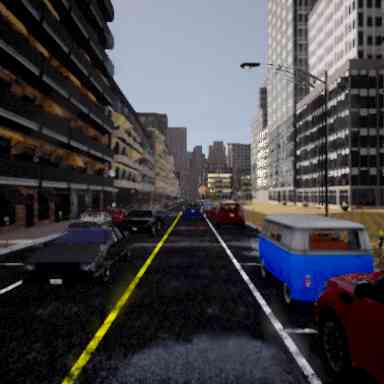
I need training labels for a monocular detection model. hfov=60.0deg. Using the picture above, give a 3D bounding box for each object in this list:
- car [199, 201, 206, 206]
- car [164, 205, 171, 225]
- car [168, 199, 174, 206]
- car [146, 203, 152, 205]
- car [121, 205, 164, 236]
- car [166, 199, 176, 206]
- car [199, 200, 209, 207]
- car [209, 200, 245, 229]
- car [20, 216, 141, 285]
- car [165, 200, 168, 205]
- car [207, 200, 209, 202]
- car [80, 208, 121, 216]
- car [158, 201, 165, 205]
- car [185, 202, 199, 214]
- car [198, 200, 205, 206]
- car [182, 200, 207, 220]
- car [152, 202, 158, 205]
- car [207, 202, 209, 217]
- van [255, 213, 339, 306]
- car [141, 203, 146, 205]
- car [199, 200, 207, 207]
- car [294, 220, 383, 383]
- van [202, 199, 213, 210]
[{"bbox_3d":[2.652,2.899,85.420,1.802,1.307,4.206,0,-1,0],"label":"car"},{"bbox_3d":[-3.011,2.052,27.650,1.895,1.301,4.718,0,-1,0],"label":"car"},{"bbox_3d":[-5.724,2.681,74.365,1.887,1.381,4.507,0,-1,0],"label":"car"},{"bbox_3d":[-5.708,2.112,35.683,1.802,1.307,4.206,0,-1,0],"label":"car"},{"bbox_3d":[-3.099,1.780,20.609,1.882,1.535,5.008,0,-1,0],"label":"car"},{"bbox_3d":[-5.732,2.722,90.946,2.192,1.841,5.009,0,-1,0],"label":"car"},{"bbox_3d":[2.656,2.577,74.369,1.967,1.590,4.097,0,-1,0],"label":"car"},{"bbox_3d":[2.675,1.678,24.637,2.192,1.841,5.009,0,-1,0],"label":"car"},{"bbox_3d":[-3.105,1.697,10.256,2.033,1.411,5.357,0,-1,0],"label":"car"},{"bbox_3d":[-5.717,2.415,57.787,1.887,1.381,4.507,0,-1,0],"label":"car"},{"bbox_3d":[2.665,2.313,52.435,1.752,1.417,4.829,0,-1,0],"label":"car"},{"bbox_3d":[-5.702,1.830,19.105,2.008,1.369,4.403,0,-1,0],"label":"car"},{"bbox_3d":[-5.715,2.307,52.092,1.752,1.417,4.829,0,-1,0],"label":"car"},{"bbox_3d":[0.022,2.200,46.422,1.837,1.490,4.892,0,0,0],"label":"car"},{"bbox_3d":[2.649,2.990,90.945,1.802,1.307,4.206,0,-1,0],"label":"car"},{"bbox_3d":[0.088,1.850,33.585,2.097,1.767,4.553,0,-1,0],"label":"car"},{"bbox_3d":[-5.711,2.054,41.211,1.967,1.590,4.097,0,-1,0],"label":"car"},{"bbox_3d":[2.672,2.075,35.687,1.887,1.381,4.507,0,-1,0],"label":"car"},{"bbox_3d":[2.682,1.459,8.059,1.690,1.788,3.998,0,-1,0],"label":"van"},{"bbox_3d":[-5.707,1.886,30.159,1.967,1.590,4.097,0,-1,0],"label":"car"},{"bbox_3d":[2.654,2.755,80.064,1.752,1.417,4.829,0,-1,0],"label":"car"},{"bbox_3d":[2.684,1.353,2.534,2.192,1.841,5.009,0,-1,0],"label":"car"},{"bbox_3d":[2.662,2.212,57.793,1.690,1.788,3.998,0,-1,0],"label":"van"}]
